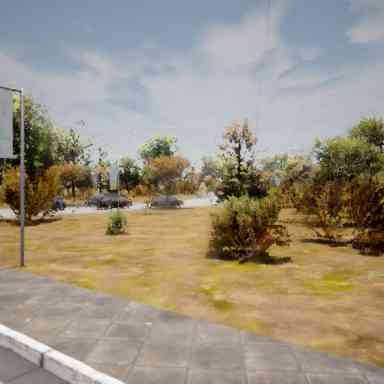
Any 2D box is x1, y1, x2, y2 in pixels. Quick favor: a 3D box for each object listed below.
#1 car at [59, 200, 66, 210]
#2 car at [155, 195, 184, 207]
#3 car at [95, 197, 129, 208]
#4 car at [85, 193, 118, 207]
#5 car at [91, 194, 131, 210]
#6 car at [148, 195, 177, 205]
[{"bbox_3d":[-17.652,1.344,39.935,2.097,1.767,4.553,0,0,39],"label":"car"},{"bbox_3d":[-3.432,1.448,46.142,2.033,1.411,5.357,0,1,39],"label":"car"},{"bbox_3d":[-11.403,1.463,47.698,1.812,1.442,4.674,0,0,38],"label":"car"},{"bbox_3d":[-13.530,1.149,50.649,2.150,2.045,5.566,0,1,39],"label":"car"},{"bbox_3d":[-10.114,1.436,43.411,1.882,1.535,5.008,0,0,39],"label":"car"},{"bbox_3d":[-4.881,1.299,55.804,2.128,1.511,4.902,0,1,39],"label":"car"}]
